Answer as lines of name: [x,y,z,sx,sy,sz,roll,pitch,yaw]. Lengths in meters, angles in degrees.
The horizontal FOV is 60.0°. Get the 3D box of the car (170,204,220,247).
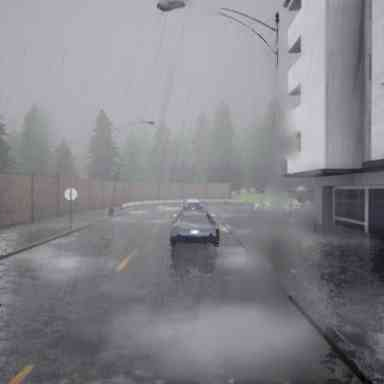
car: [0.103,1.442,14.422,1.994,1.385,4.181,0,1,0]

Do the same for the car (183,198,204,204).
car: [0.157,1.264,31.000,1.812,1.442,4.674,0,1,2]
